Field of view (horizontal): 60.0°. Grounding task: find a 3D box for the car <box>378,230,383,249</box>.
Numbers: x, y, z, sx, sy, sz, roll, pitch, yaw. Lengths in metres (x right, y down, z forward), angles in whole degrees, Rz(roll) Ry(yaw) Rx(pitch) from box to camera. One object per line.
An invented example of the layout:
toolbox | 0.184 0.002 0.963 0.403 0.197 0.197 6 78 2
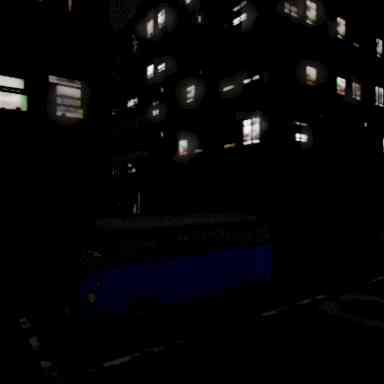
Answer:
car | 8.948 1.523 12.940 4.206 1.307 1.802 0 0 -35

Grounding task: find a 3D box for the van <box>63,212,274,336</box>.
van | -0.230 1.328 6.393 3.998 1.788 1.690 0 0 -35
